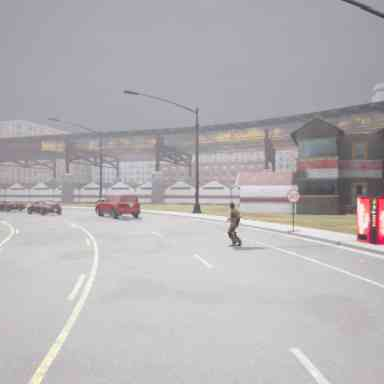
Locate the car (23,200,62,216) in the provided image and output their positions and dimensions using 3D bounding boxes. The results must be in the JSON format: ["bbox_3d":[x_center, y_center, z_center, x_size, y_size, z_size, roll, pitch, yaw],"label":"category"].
[{"bbox_3d":[-14.502,1.526,32.706,4.674,1.442,1.812,0,0,42],"label":"car"}]

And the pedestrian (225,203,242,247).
[{"bbox_3d":[1.680,1.294,13.505,0.375,1.860,0.375,0,0,-16],"label":"pedestrian"}]

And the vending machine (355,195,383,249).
[{"bbox_3d":[7.509,1.195,13.697,1.100,2.100,0.880,0,0,-15],"label":"vending machine"}]

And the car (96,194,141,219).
[{"bbox_3d":[-6.546,1.222,29.249,2.150,2.045,5.566,0,0,-37],"label":"car"}]

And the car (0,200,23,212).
[{"bbox_3d":[-21.461,1.601,38.446,4.718,1.301,1.895,0,0,26],"label":"car"}]
